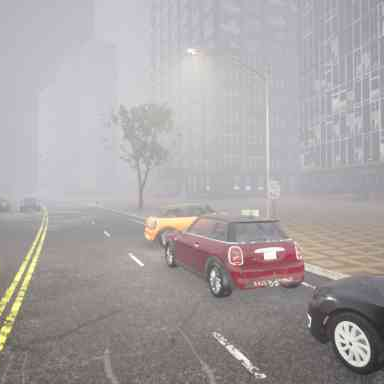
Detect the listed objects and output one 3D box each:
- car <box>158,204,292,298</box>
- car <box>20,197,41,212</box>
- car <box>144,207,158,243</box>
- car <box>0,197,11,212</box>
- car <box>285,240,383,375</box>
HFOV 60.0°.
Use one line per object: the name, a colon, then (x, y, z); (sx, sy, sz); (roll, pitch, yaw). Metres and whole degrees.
car: (0.821, 1.355, 8.916); (2.097, 1.767, 4.553); (0, 0, -22)
car: (-19.072, 1.393, 39.341); (2.097, 1.767, 4.553); (0, 0, -24)
car: (0.251, 1.277, 14.591); (4.553, 1.767, 2.097); (-3, 1, -18)
car: (-22.033, 1.390, 38.002); (2.097, 1.767, 4.553); (0, 0, -24)
car: (3.588, 1.505, 3.462); (1.837, 1.490, 4.892); (0, 0, -36)
